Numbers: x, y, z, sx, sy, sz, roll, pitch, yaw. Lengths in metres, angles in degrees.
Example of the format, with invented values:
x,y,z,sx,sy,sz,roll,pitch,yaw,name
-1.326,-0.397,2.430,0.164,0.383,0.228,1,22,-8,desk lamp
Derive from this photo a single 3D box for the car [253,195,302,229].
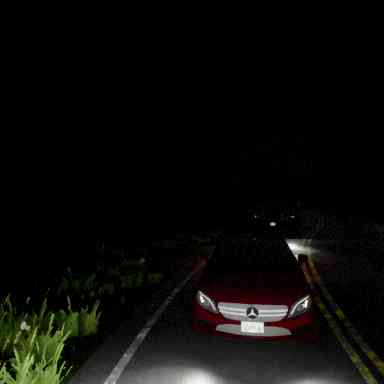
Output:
x,y,z,sx,sy,sz,roll,pitch,yaw,name
4.982,1.215,18.879,2.150,2.045,5.566,-2,-1,22,car

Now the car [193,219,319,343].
x,y,z,sx,sy,sz,roll,pitch,yaw,name
1.224,1.534,6.703,1.812,1.442,4.674,-1,0,11,car
